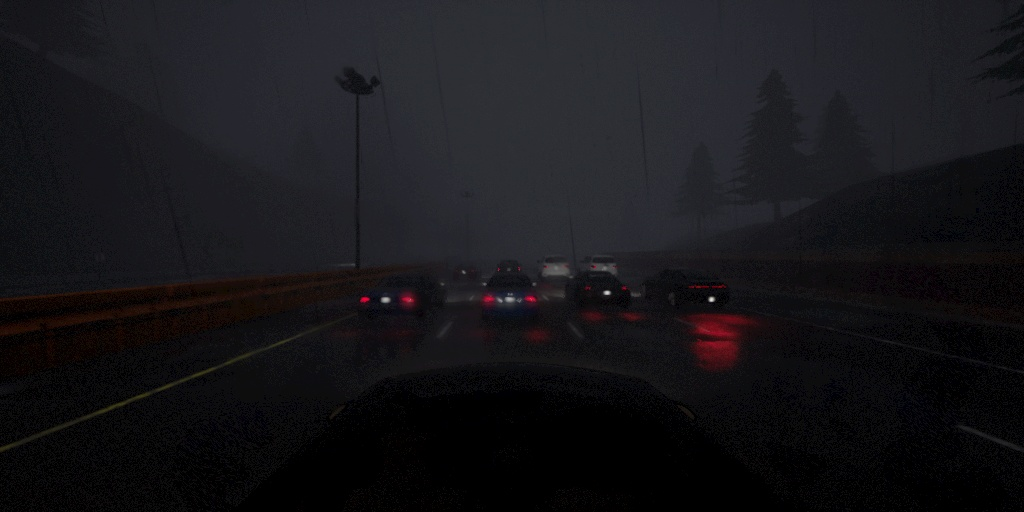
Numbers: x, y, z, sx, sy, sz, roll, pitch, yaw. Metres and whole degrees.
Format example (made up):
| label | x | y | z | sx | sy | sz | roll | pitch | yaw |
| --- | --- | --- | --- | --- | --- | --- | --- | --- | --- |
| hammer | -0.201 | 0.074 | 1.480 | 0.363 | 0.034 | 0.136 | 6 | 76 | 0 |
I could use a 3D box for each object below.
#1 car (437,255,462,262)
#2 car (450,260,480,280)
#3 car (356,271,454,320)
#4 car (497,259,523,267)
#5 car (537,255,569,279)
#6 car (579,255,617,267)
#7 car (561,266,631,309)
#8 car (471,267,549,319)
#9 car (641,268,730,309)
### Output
| label | x | y | z | sx | sy | sz | roll | pitch | yaw |
| --- | --- | --- | --- | --- | --- | --- | --- | --- | --- |
| car | -10.627 | 0.876 | 63.615 | 2.150 | 2.045 | 5.566 | 0 | 0 | 13 |
| car | -3.692 | 1.272 | 29.999 | 1.994 | 1.385 | 4.181 | 0 | 0 | 1 |
| car | -3.568 | 1.281 | 12.592 | 2.033 | 1.411 | 5.357 | 0 | 0 | -1 |
| car | -0.196 | 1.059 | 29.682 | 2.097 | 1.767 | 4.553 | 0 | 0 | 1 |
| car | 3.277 | 0.932 | 28.674 | 2.150 | 2.045 | 5.566 | 0 | 0 | 1 |
| car | 6.778 | 0.932 | 28.730 | 2.150 | 2.045 | 5.566 | 0 | 0 | 1 |
| car | 3.428 | 1.294 | 14.946 | 1.994 | 1.385 | 4.181 | 0 | 0 | 0 |
| car | -0.068 | 1.281 | 12.635 | 2.033 | 1.411 | 5.357 | 0 | 0 | -1 |
| car | 6.927 | 1.236 | 14.871 | 1.837 | 1.490 | 4.892 | 0 | 0 | 0 |
